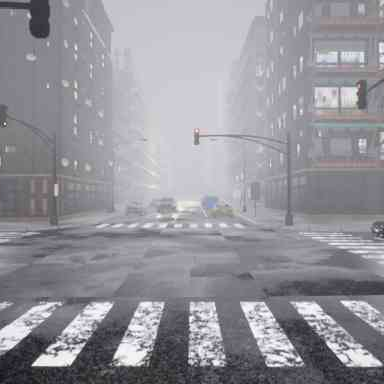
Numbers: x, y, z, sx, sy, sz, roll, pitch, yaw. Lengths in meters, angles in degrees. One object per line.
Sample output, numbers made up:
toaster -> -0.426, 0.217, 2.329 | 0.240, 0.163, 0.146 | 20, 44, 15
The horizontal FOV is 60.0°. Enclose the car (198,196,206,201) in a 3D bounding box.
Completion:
car -> 2.573, 1.627, 83.634 | 1.887, 1.381, 4.507 | 1, 0, 0

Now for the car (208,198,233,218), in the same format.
car -> 2.704, 1.537, 30.210 | 1.752, 1.417, 4.829 | 1, 0, 0

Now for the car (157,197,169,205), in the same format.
car -> -5.307, 1.627, 60.954 | 1.802, 1.307, 4.206 | 1, 0, 0

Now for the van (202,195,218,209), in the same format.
van -> 2.609, 1.366, 44.044 | 1.690, 1.788, 3.998 | 1, 0, 0

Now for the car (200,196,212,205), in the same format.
car -> 2.575, 1.485, 61.009 | 1.967, 1.590, 4.097 | 1, 0, 0

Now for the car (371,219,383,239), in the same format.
car -> 10.786, 1.500, 15.149 | 4.892, 1.490, 1.837 | 0, -1, -2

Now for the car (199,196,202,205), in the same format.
car -> 2.576, 1.346, 49.697 | 2.192, 1.841, 5.009 | 1, 0, 0

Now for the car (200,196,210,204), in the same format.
car -> 2.573, 1.604, 66.666 | 2.008, 1.369, 4.403 | 1, 0, 0

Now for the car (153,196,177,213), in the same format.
car -> -2.749, 1.365, 37.035 | 2.097, 1.767, 4.553 | 0, 0, 0

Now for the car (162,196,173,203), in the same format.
car -> -5.307, 1.612, 72.270 | 2.008, 1.369, 4.403 | 1, 0, 0

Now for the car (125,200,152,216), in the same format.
car -> -5.435, 1.565, 32.665 | 2.008, 1.369, 4.403 | 1, 0, 0

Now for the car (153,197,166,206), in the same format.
car -> -5.306, 1.563, 55.126 | 1.752, 1.417, 4.829 | 1, 0, 0
